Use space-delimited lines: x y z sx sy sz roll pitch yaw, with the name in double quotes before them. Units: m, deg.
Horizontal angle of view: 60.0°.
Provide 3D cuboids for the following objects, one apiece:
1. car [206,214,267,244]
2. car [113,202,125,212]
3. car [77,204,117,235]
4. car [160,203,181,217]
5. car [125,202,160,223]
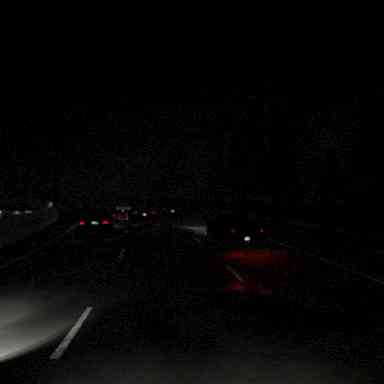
"car" 2.004 1.725 16.515 1.895 1.301 4.718 0 0 -9
"car" -9.058 1.931 41.378 1.895 1.301 4.718 0 0 -24
"car" -5.746 1.710 20.092 2.033 1.411 5.357 0 0 -12
"car" -2.536 1.830 34.239 1.994 1.385 4.181 0 0 -19
"car" -4.312 1.786 28.291 1.994 1.385 4.181 0 -1 -16
